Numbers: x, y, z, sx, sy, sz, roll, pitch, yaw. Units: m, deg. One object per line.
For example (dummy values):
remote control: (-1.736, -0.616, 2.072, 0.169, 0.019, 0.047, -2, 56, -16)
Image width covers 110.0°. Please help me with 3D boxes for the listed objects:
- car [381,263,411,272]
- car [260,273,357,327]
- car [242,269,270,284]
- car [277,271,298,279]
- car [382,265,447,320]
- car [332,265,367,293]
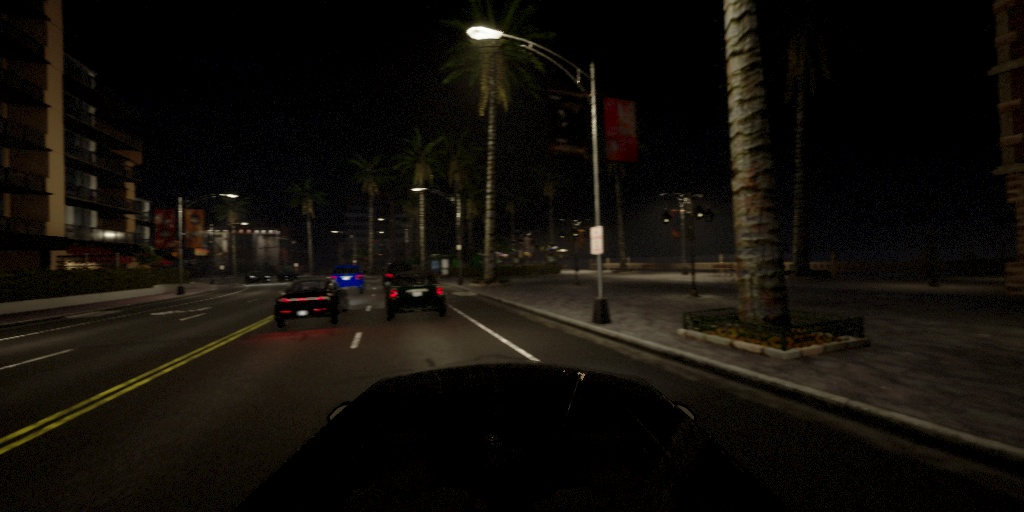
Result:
car: (-8.785, 1.595, 27.718, 2.150, 2.045, 5.566, -1, -1, -21)
car: (-7.339, 1.623, 13.500, 2.128, 1.511, 4.902, -1, -1, -19)
car: (-32.978, 2.700, 46.409, 2.097, 1.767, 4.553, -1, -1, -44)
car: (-30.599, 2.792, 48.988, 1.882, 1.535, 5.008, -1, -1, -44)
car: (-4.012, 1.399, 14.579, 2.097, 1.767, 4.553, -1, -1, -19)
car: (-12.079, 1.676, 26.544, 2.150, 2.045, 5.566, -1, -1, -21)
